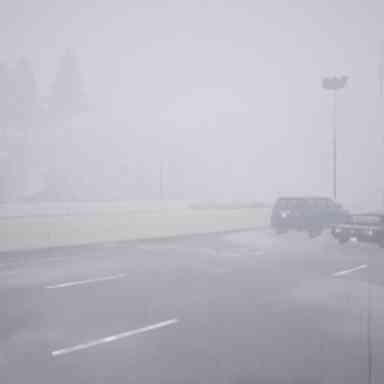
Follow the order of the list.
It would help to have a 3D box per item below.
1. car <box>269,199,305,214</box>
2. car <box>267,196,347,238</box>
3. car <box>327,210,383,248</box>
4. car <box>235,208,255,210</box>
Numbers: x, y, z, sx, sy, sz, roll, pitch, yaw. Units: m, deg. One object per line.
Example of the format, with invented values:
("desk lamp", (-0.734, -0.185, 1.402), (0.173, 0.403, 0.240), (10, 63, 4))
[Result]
("car", (10.440, 1.568, 36.258), (1.812, 1.442, 4.674), (0, 0, 44))
("car", (6.531, 1.240, 17.986), (5.566, 2.045, 2.150), (0, 0, -41))
("car", (8.190, 1.611, 14.798), (4.718, 1.301, 1.895), (0, 0, -40))
("car", (6.888, 1.652, 37.625), (1.895, 1.301, 4.718), (0, 0, 45))
